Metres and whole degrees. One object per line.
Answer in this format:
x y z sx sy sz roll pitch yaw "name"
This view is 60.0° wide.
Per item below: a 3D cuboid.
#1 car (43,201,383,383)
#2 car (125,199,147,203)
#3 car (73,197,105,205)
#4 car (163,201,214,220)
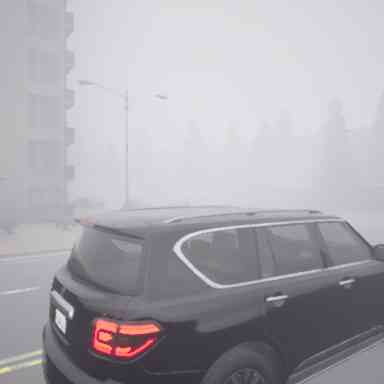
1.034 1.205 4.483 5.566 2.045 2.150 0 0 -35 "car"
-5.781 1.432 35.171 1.994 1.385 4.181 0 0 -39 "car"
-13.149 1.381 42.466 4.892 1.490 1.837 0 0 32 "car"
-0.386 1.468 27.984 1.895 1.301 4.718 0 0 -36 "car"
